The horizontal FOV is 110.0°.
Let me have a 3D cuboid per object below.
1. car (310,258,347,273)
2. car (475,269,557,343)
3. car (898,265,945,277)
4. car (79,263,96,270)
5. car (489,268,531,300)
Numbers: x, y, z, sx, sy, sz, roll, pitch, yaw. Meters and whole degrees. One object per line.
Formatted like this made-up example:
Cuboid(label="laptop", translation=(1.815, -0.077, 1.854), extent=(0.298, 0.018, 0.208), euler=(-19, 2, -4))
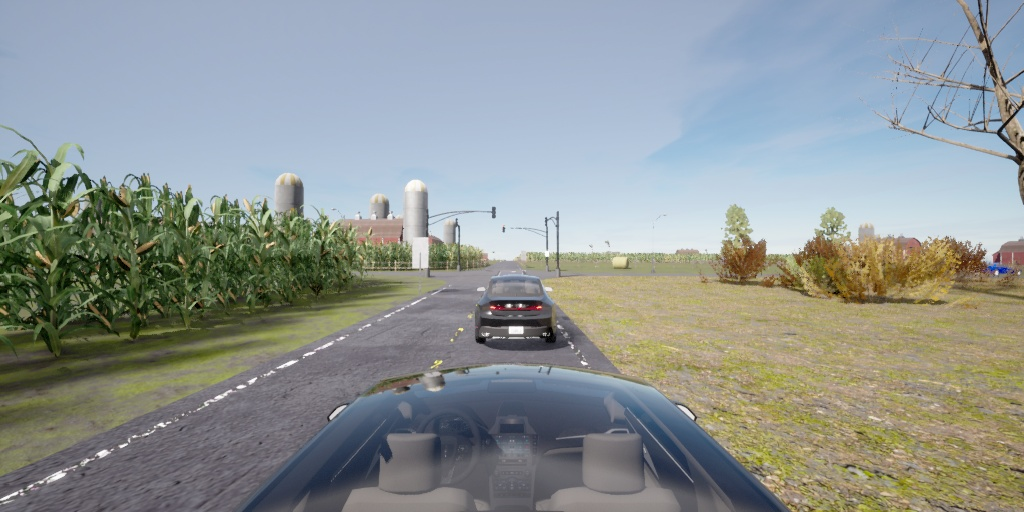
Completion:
Cuboid(label="car", translation=(-19.826, 0.931, 37.674), extent=(4.553, 1.767, 2.097), euler=(0, -1, -3))
Cuboid(label="car", translation=(0.080, 1.259, 9.686), extent=(1.837, 1.490, 4.892), euler=(0, 0, 0))
Cuboid(label="car", translation=(48.561, 1.768, 42.548), extent=(4.181, 1.385, 1.994), euler=(1, -1, -5))
Cuboid(label="car", translation=(-43.950, 0.955, 36.373), extent=(4.181, 1.385, 1.994), euler=(0, -1, -2))
Cuboid(label="car", translation=(0.033, 1.360, 18.838), extent=(1.895, 1.301, 4.718), euler=(0, 0, 4))
